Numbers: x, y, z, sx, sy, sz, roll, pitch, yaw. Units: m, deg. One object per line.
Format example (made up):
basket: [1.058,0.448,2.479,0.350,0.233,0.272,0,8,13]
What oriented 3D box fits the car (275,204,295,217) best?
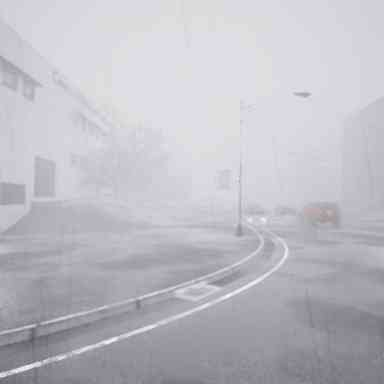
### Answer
car: [11.578,2.201,41.191,1.882,1.535,5.008,1,1,3]

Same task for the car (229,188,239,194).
car: [10.252,-0.050,82.184,2.150,2.045,5.566,1,3,3]

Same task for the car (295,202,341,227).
car: [10.873,1.841,28.599,2.150,2.045,5.566,1,-1,3]

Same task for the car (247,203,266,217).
car: [7.866,2.150,40.975,1.882,1.535,5.008,1,0,3]
